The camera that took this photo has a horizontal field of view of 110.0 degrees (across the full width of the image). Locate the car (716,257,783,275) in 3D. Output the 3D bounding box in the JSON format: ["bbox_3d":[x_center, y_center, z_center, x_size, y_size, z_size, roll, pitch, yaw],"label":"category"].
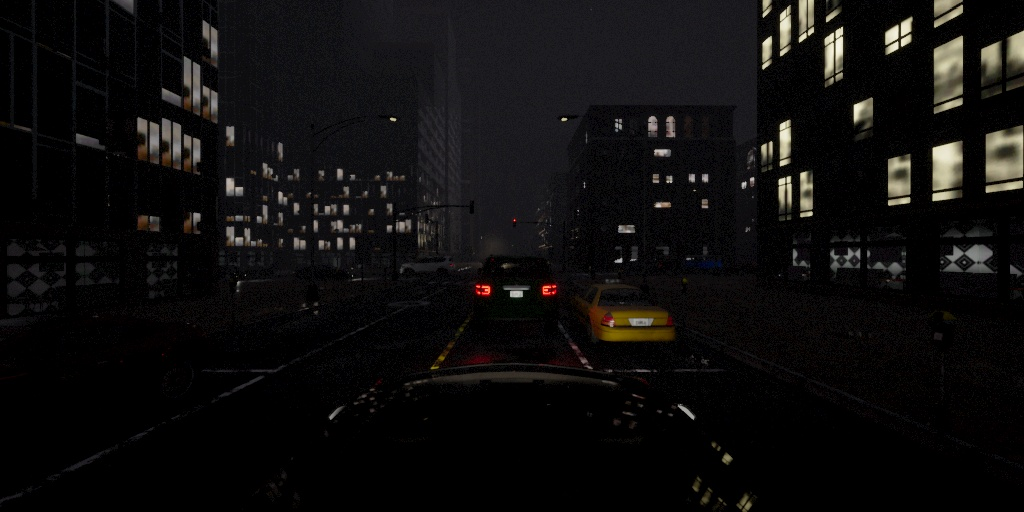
[{"bbox_3d":[21.071,1.019,31.823,4.507,1.381,1.888,0,0,-1],"label":"car"}]

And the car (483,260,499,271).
[{"bbox_3d":[-2.861,1.299,50.632,2.033,1.411,5.357,0,0,-1],"label":"car"}]

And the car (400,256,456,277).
[{"bbox_3d":[-8.598,1.062,36.896,5.566,2.045,2.150,-1,0,-1],"label":"car"}]

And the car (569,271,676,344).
[{"bbox_3d":[2.562,1.275,9.429,1.751,1.417,4.829,0,0,0],"label":"car"}]

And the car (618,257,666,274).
[{"bbox_3d":[13.217,1.125,37.162,4.181,1.385,1.994,-1,0,0],"label":"car"}]

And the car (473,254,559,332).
[{"bbox_3d":[0.094,0.971,10.983,2.150,2.045,5.566,0,0,0],"label":"car"}]

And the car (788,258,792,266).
[{"bbox_3d":[29.706,0.904,37.328,5.357,1.411,2.033,-1,0,-1],"label":"car"}]

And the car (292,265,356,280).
[{"bbox_3d":[-17.706,1.515,33.824,5.357,1.411,2.033,-1,0,-1],"label":"car"}]

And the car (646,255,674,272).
[{"bbox_3d":[15.304,0.844,39.641,5.009,1.841,2.192,0,0,-1],"label":"car"}]

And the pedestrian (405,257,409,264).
[{"bbox_3d":[-12.371,1.020,42.257,0.375,1.860,0.375,0,1,-1],"label":"pedestrian"}]

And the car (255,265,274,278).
[{"bbox_3d":[-28.422,1.648,39.064,4.403,1.370,2.007,0,0,-1],"label":"car"}]

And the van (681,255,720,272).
[{"bbox_3d":[20.959,0.800,39.703,3.998,1.789,1.690,0,0,-1],"label":"van"}]

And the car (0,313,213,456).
[{"bbox_3d":[-5.316,1.332,3.695,1.802,1.307,4.207,0,0,0],"label":"car"}]

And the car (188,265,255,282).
[{"bbox_3d":[-27.521,1.602,33.694,4.892,1.490,1.837,-1,0,-1],"label":"car"}]
